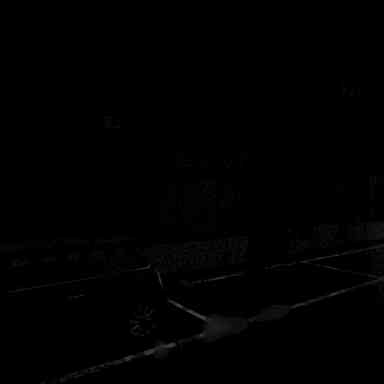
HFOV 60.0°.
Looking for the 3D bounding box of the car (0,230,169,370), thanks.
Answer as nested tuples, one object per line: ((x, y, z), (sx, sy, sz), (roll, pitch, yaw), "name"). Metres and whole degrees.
((-2.455, 1.440, 4.784), (4.097, 1.590, 1.967), (0, 0, -35), "car")
